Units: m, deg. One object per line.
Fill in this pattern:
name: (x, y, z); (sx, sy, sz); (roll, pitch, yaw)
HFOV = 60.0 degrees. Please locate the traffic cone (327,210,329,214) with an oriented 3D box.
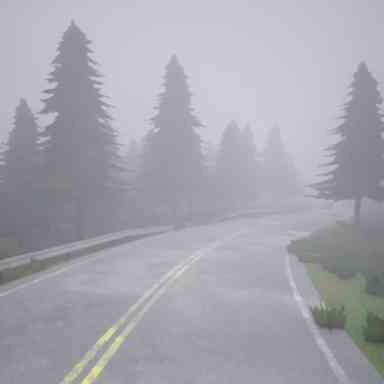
traffic cone: (17.442, 2.662, 43.370); (0.340, 0.580, 0.340); (3, 0, 32)

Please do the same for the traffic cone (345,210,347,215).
traffic cone: (21.236, 2.811, 45.717); (0.340, 0.580, 0.340); (2, 0, 32)

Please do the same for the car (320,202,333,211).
car: (23.567, 2.459, 58.099); (2.033, 1.411, 5.357); (2, 0, 29)
